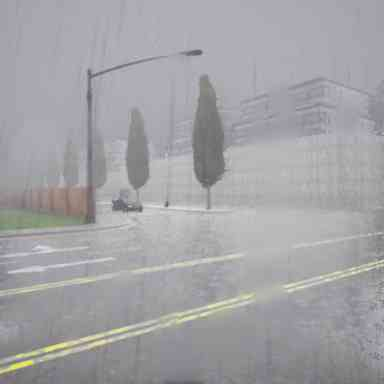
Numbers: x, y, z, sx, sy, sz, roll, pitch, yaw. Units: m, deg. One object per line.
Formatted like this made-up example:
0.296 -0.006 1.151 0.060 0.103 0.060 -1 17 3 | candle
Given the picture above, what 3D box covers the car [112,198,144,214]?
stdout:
-6.819 1.418 35.032 1.837 1.490 4.892 0 0 -36 | car
